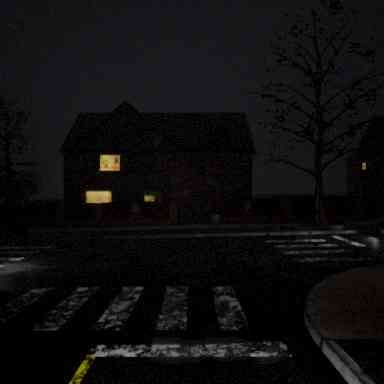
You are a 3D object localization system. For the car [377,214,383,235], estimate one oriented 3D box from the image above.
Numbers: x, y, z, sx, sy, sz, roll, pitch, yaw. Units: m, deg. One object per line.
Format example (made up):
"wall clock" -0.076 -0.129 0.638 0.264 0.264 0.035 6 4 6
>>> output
"car" 10.321 1.035 13.947 4.553 1.767 2.097 -1 1 0
